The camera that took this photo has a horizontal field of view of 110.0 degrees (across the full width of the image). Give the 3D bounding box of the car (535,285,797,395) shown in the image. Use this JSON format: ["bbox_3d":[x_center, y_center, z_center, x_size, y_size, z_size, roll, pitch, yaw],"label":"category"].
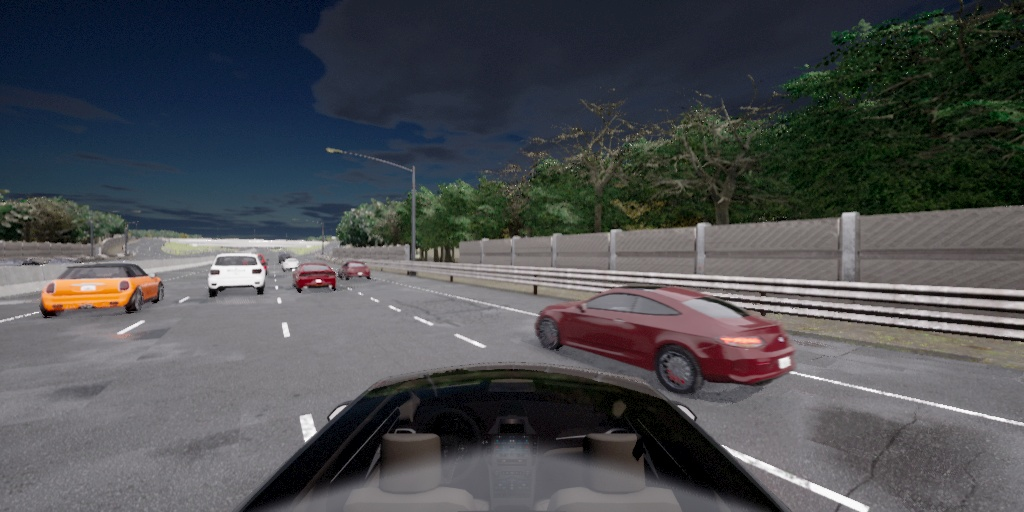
[{"bbox_3d":[2.367,1.262,6.708,1.812,1.442,4.674,0,0,-34],"label":"car"}]

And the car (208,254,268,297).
[{"bbox_3d":[-14.340,0.902,18.911,2.150,2.045,5.566,0,0,-34],"label":"car"}]

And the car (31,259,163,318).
[{"bbox_3d":[-14.702,1.052,13.189,2.097,1.767,4.553,0,0,-34],"label":"car"}]

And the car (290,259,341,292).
[{"bbox_3d":[-11.507,1.157,20.786,1.882,1.535,5.008,0,0,-34],"label":"car"}]

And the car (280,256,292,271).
[{"bbox_3d":[-27.443,1.096,44.572,1.812,1.442,4.674,0,0,-34],"label":"car"}]

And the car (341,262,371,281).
[{"bbox_3d":[-12.842,1.172,29.230,1.812,1.442,4.674,0,0,-34],"label":"car"}]

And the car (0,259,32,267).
[{"bbox_3d":[-52.497,1.053,37.908,2.128,1.511,4.902,0,0,-33],"label":"car"}]

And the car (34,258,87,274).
[{"bbox_3d":[-49.158,1.053,39.186,2.128,1.511,4.902,0,0,-33],"label":"car"}]
